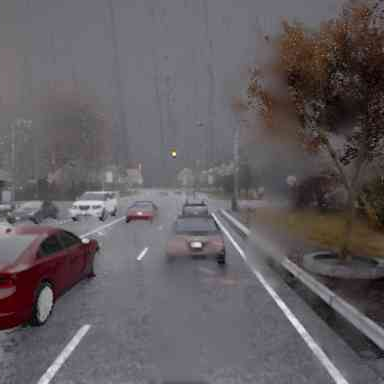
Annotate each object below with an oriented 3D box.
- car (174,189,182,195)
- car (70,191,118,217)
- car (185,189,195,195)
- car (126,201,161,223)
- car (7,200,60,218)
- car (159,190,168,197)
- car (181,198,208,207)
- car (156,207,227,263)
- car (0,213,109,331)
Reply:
[{"bbox_3d":[-3.811,0.175,92.603,1.895,1.301,4.718,0,1,-4],"label":"car"},{"bbox_3d":[-6.988,0.964,24.313,2.150,2.045,5.566,0,1,1],"label":"car"},{"bbox_3d":[-0.311,0.103,92.681,2.128,1.511,4.902,0,1,-4],"label":"car"},{"bbox_3d":[-3.355,1.321,23.372,1.994,1.385,4.181,0,1,0],"label":"car"},{"bbox_3d":[-10.512,1.295,22.435,1.812,1.442,4.674,0,1,1],"label":"car"},{"bbox_3d":[-6.953,0.289,81.918,1.882,1.535,5.008,0,1,-1],"label":"car"},{"bbox_3d":[0.177,1.223,25.120,2.128,1.511,4.902,0,1,-1],"label":"car"},{"bbox_3d":[0.121,1.469,11.606,2.033,1.411,5.357,0,1,0],"label":"car"},{"bbox_3d":[-3.380,1.441,6.966,1.882,1.535,5.008,0,0,0],"label":"car"}]
